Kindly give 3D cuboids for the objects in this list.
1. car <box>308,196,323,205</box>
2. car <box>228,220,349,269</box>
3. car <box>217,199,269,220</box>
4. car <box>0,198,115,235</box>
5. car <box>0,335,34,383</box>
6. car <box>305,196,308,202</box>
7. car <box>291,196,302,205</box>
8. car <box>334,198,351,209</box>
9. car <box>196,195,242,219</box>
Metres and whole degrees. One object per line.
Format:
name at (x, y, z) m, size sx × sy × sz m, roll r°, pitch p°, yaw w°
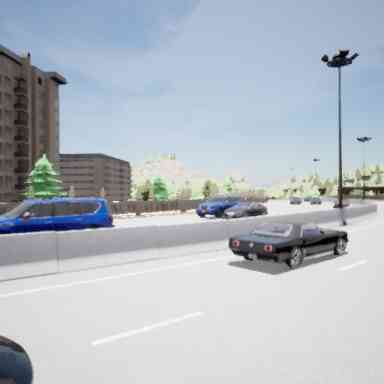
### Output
car at (23.553, 1.750, 63.062) m, size 1.837 × 1.490 × 4.892 m, roll 0°, pitch 0°, yaw 16°
car at (3.474, 1.621, 11.305) m, size 4.718 × 1.301 × 1.895 m, roll 0°, pitch 0°, yaw -41°
car at (4.575, 1.584, 27.578) m, size 2.128 × 1.511 × 4.902 m, roll 0°, pitch 0°, yaw 41°
car at (-5.779, 1.275, 12.946) m, size 5.566 × 2.045 × 2.150 m, roll 0°, pitch 0°, yaw -38°
car at (-3.438, 1.495, 1.489) m, size 5.008 × 1.535 × 1.882 m, roll 0°, pitch 0°, yaw -35°
car at (30.331, 1.707, 85.093) m, size 2.097 × 1.767 × 4.553 m, roll -1°, pitch 0°, yaw 5°
car at (20.760, 1.654, 66.243) m, size 2.097 × 1.767 × 4.553 m, roll -1°, pitch 0°, yaw 16°
car at (20.662, 1.614, 45.658) m, size 1.882 × 1.535 × 5.008 m, roll 0°, pitch -1°, yaw 26°
car at (2.758, 1.338, 30.746) m, size 2.150 × 2.045 × 5.566 m, roll 0°, pitch 0°, yaw 40°
